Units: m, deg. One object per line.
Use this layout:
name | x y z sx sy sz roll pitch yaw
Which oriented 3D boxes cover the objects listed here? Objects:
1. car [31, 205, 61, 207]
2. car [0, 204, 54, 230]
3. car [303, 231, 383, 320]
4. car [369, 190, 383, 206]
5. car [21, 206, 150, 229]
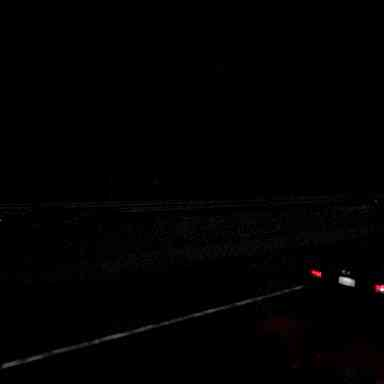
car | -5.927 1.553 16.927 4.181 1.385 1.994 0 0 -35
car | -8.799 1.481 19.184 4.902 1.511 2.128 0 0 -35
car | 4.638 1.536 7.004 5.357 1.411 2.033 0 0 -35
car | 24.700 0.732 42.013 5.566 2.045 2.150 -2 1 -33
car | -4.110 1.469 13.927 5.008 1.535 1.882 0 0 -35
